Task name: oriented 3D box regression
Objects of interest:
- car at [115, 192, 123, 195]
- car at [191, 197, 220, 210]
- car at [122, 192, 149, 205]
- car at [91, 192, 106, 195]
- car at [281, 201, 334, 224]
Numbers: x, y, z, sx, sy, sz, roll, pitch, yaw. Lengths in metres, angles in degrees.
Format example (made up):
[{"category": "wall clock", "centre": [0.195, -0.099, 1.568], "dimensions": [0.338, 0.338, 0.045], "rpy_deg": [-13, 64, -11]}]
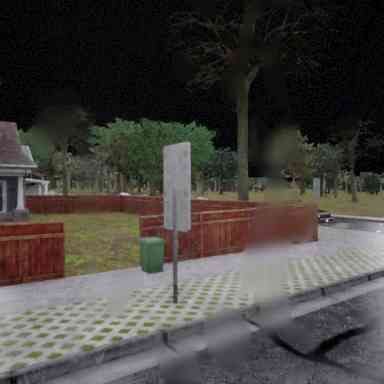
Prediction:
[{"category": "car", "centre": [-10.943, 0.778, 52.305], "dimensions": [1.812, 1.442, 4.674], "rpy_deg": [0, 1, -36]}, {"category": "car", "centre": [0.796, 1.168, 31.098], "dimensions": [1.812, 1.442, 4.674], "rpy_deg": [0, 1, -36]}, {"category": "car", "centre": [-6.172, 1.004, 40.721], "dimensions": [2.033, 1.411, 5.357], "rpy_deg": [0, 1, -36]}, {"category": "car", "centre": [-16.830, 0.691, 60.416], "dimensions": [1.895, 1.301, 4.718], "rpy_deg": [0, 1, -36]}, {"category": "car", "centre": [6.824, 1.349, 22.777], "dimensions": [2.033, 1.411, 5.357], "rpy_deg": [0, 1, -36]}]
